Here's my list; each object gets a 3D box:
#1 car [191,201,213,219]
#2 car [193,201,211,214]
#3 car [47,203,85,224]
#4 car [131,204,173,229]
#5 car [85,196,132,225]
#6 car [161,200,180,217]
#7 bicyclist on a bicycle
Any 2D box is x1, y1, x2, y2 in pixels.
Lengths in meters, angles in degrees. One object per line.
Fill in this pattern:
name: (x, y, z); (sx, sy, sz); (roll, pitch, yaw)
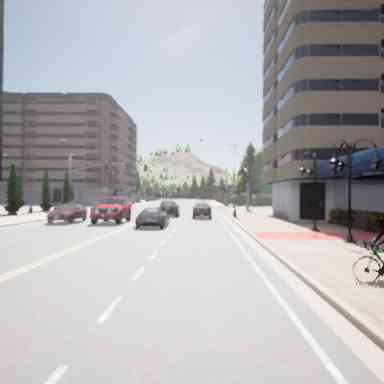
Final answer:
car: (1.002, 1.835, 32.947); (1.837, 1.490, 4.892); (0, -1, 2)
car: (1.231, 1.914, 42.303); (2.128, 1.511, 4.902); (0, -1, 2)
car: (-9.752, 1.615, 26.430); (1.812, 1.442, 4.674); (0, -1, 2)
car: (-2.734, 1.770, 23.573); (1.994, 1.385, 4.181); (0, -1, 2)
car: (-6.252, 1.336, 26.297); (2.150, 2.045, 5.566); (0, -1, 2)
car: (-2.388, 1.673, 35.033); (2.097, 1.767, 4.553); (0, -1, 2)
bicyclist on a bicycle: (4.685, 1.420, 7.986); (1.656, 1.620, 0.582); (1, -1, 2)
